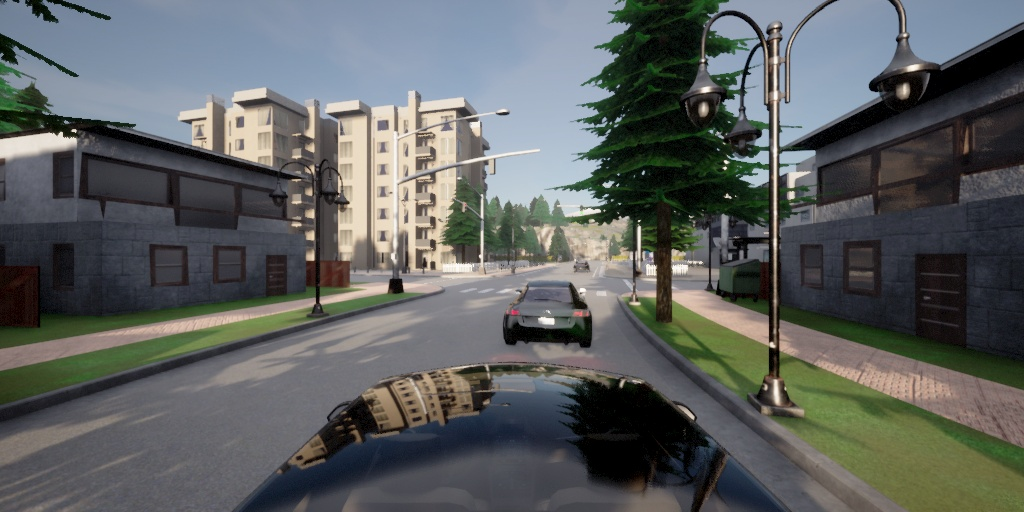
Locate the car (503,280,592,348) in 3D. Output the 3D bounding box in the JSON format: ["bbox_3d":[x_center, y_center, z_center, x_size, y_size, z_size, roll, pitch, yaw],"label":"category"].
[{"bbox_3d":[0.999,1.313,9.370,1.994,1.385,4.181,0,0,8],"label":"car"}]

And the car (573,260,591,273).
[{"bbox_3d":[8.753,1.273,44.911,2.128,1.511,4.902,0,0,14],"label":"car"}]
